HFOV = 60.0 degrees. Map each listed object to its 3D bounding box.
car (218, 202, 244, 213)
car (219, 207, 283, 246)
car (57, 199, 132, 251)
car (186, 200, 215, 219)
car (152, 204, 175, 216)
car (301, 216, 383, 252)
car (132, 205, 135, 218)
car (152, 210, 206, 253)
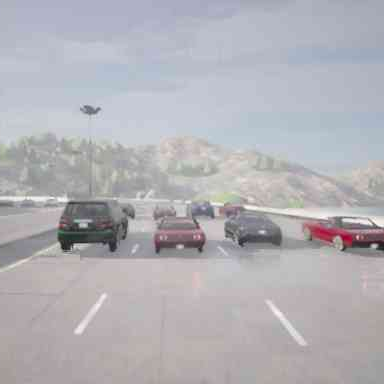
[{"bbox_3d":[3.972,1.706,32.979,1.812,1.442,4.674,0,0,-10],"label":"car"},{"bbox_3d":[2.744,1.649,15.819,1.994,1.385,4.181,0,0,-5],"label":"car"},{"bbox_3d":[-4.150,1.312,14.692,2.150,2.045,5.566,0,0,-5],"label":"car"},{"bbox_3d":[0.684,1.530,31.532,2.097,1.767,4.553,0,0,-10],"label":"car"},{"bbox_3d":[-2.582,1.776,30.068,1.895,1.301,4.718,0,0,-9],"label":"car"},{"bbox_3d":[6.417,1.671,14.217,1.895,1.301,4.718,0,0,-4],"label":"car"},{"bbox_3d":[-6.508,1.757,32.061,1.994,1.385,4.181,0,0,-10],"label":"car"},{"bbox_3d":[-0.596,1.683,14.161,1.895,1.301,4.718,0,0,-4],"label":"car"}]
